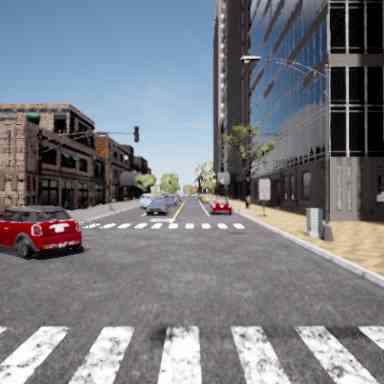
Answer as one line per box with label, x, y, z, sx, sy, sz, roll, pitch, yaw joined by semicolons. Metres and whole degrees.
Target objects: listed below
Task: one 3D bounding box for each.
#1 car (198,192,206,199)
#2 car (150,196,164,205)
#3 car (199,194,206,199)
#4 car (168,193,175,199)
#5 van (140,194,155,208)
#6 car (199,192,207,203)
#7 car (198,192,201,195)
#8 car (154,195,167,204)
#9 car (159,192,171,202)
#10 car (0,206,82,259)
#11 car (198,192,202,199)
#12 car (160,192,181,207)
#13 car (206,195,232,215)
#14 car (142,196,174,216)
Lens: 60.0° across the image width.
car;2.726;0.925;92.800;2.192;1.841;5.009;1;0;0
car;-5.667;1.354;54.071;1.802;1.307;4.206;1;0;0
car;2.722;1.158;87.435;1.752;1.417;4.829;1;0;0
car;-5.657;1.136;92.642;1.752;1.417;4.829;1;0;0
van;-5.665;1.159;43.002;1.690;1.788;3.998;1;0;0
car;2.716;1.273;59.762;1.752;1.417;4.829;1;0;0
car;2.719;1.224;76.196;1.887;1.381;4.507;1;0;0
car;-5.665;1.314;59.606;1.947;1.339;4.313;1;0;0
car;-5.659;1.017;70.673;2.192;1.841;5.009;1;0;0
car;-6.304;1.300;12.601;4.553;1.767;2.097;0;1;34
car;2.717;1.250;65.296;1.752;1.417;4.829;1;0;0
car;-3.072;1.155;46.594;2.097;1.767;4.553;0;0;0
car;2.711;1.305;31.917;1.967;1.590;4.097;1;0;0
car;-3.094;1.415;31.206;2.033;1.411;5.357;0;0;0
